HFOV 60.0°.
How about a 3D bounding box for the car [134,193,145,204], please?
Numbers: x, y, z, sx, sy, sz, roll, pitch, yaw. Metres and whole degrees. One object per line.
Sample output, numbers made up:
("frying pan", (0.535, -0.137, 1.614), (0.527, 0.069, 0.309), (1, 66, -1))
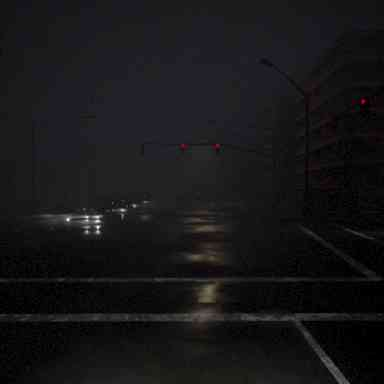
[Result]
("car", (-9.274, 1.120, 52.978), (2.033, 1.411, 5.357), (0, 1, 1))

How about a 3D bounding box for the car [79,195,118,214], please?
("car", (-9.515, 1.362, 34.292), (2.128, 1.511, 4.902), (0, 1, 1))

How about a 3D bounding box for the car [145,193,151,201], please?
("car", (-9.086, 0.933, 63.513), (2.033, 1.411, 5.357), (0, 1, 1))

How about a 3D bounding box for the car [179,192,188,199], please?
("car", (-1.887, 0.724, 75.821), (2.033, 1.411, 5.357), (0, 1, 1))

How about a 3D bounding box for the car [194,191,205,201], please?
("car", (1.544, 0.895, 62.383), (2.128, 1.511, 4.902), (0, 1, 1))

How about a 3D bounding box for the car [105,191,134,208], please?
("car", (-9.397, 1.096, 43.333), (2.097, 1.767, 4.553), (0, 1, 1))

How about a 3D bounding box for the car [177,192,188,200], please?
("car", (-1.926, 0.902, 65.170), (2.033, 1.411, 5.357), (0, 1, 1))

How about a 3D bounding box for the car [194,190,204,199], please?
("car", (1.613, 0.539, 75.828), (2.097, 1.767, 4.553), (0, 1, 1))

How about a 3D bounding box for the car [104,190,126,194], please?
("car", (-12.762, 0.784, 53.659), (2.150, 2.045, 5.566), (0, 1, 0))

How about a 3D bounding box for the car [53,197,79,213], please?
("car", (-13.003, 1.338, 35.359), (1.882, 1.535, 5.008), (0, 1, 1))
